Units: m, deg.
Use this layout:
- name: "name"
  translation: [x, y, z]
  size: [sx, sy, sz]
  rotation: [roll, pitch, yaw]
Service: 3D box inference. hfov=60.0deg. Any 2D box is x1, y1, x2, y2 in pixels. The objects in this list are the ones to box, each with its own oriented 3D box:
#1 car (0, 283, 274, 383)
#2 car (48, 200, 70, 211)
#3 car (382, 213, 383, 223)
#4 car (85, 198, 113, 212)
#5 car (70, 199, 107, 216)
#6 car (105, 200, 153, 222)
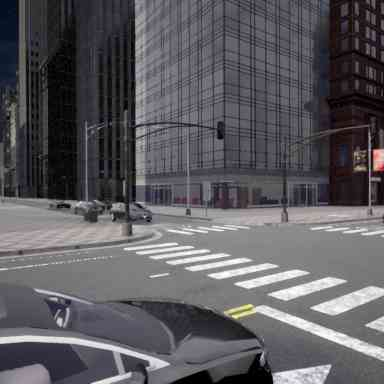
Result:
- name: "car"
  translation: [-1.464, 1.491, 2.395]
  size: [4.902, 1.511, 2.128]
  rotation: [0, 0, -36]
- name: "car"
  translation: [-17.301, 1.699, 43.473]
  size: [1.895, 1.301, 4.718]
  rotation: [0, 0, -35]
- name: "car"
  translation: [14.785, 1.357, 22.382]
  size: [4.553, 1.767, 2.097]
  rotation: [0, 0, -36]
- name: "car"
  translation: [-11.462, 1.571, 40.748]
  size: [1.837, 1.490, 4.892]
  rotation: [0, 0, -35]
- name: "car"
  translation: [-10.729, 1.597, 34.185]
  size: [1.812, 1.442, 4.674]
  rotation: [0, 0, -35]
- name: "car"
  translation: [-4.789, 1.554, 25.796]
  size: [1.837, 1.490, 4.892]
  rotation: [0, 0, -35]
